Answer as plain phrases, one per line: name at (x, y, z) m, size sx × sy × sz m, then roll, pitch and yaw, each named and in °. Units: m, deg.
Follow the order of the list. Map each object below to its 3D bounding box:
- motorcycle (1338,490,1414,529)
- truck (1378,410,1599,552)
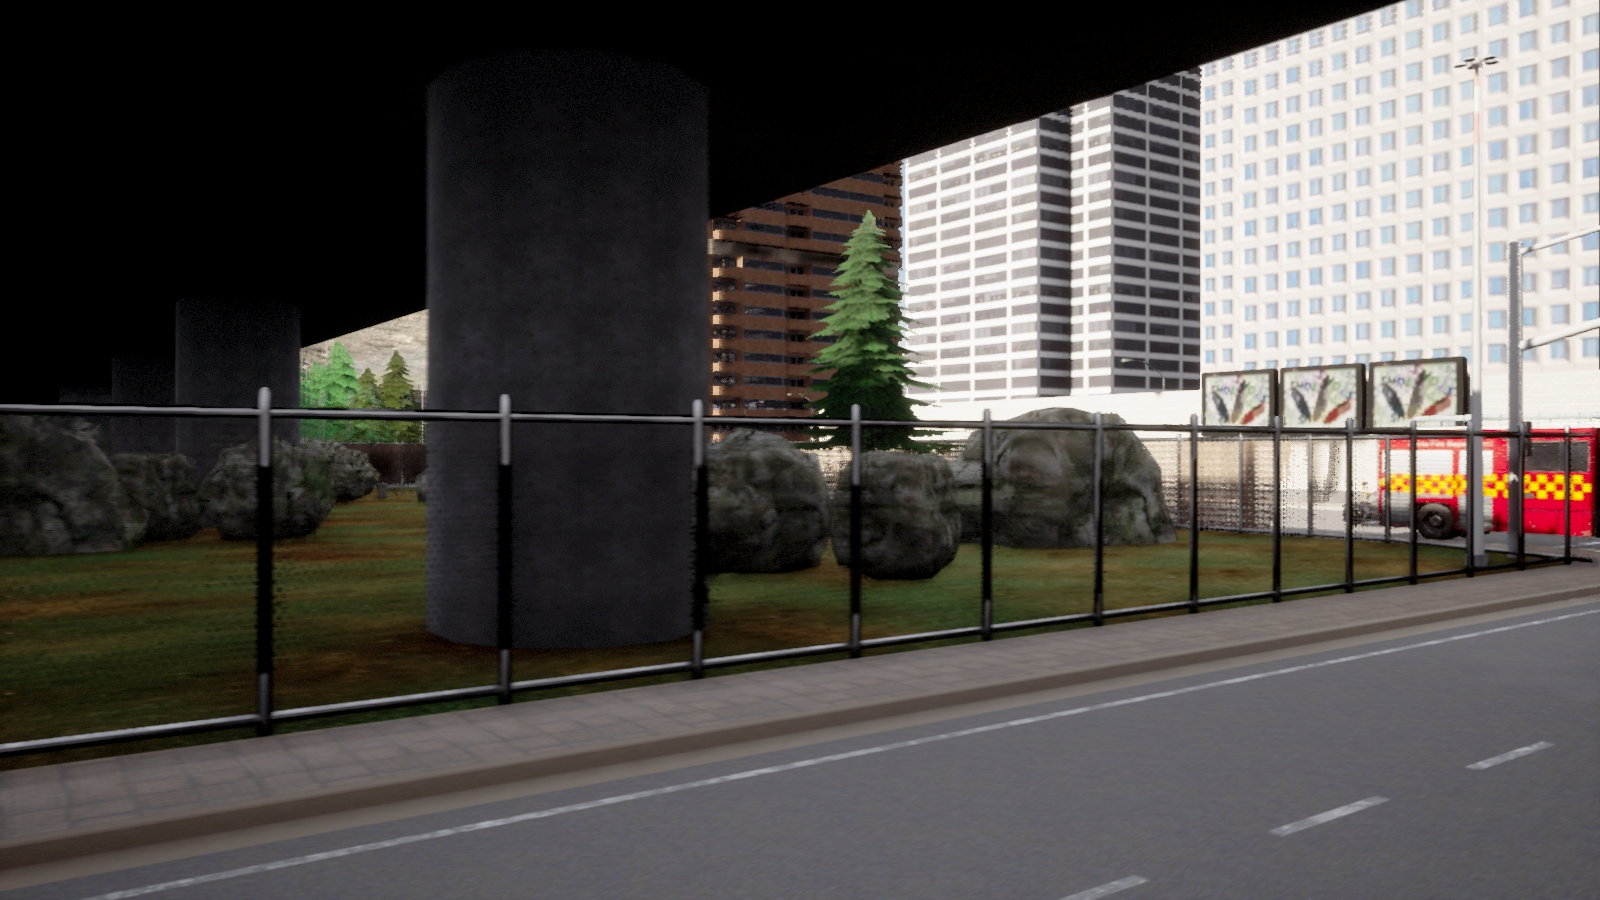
motorcycle at (20.617, 2.114, 40.935) m, size 0.764 × 1.277 × 2.356 m, roll 0°, pitch 0°, yaw -35°
truck at (21.613, 0.837, 32.952) m, size 2.891 × 3.827 × 8.468 m, roll 0°, pitch 0°, yaw -35°
